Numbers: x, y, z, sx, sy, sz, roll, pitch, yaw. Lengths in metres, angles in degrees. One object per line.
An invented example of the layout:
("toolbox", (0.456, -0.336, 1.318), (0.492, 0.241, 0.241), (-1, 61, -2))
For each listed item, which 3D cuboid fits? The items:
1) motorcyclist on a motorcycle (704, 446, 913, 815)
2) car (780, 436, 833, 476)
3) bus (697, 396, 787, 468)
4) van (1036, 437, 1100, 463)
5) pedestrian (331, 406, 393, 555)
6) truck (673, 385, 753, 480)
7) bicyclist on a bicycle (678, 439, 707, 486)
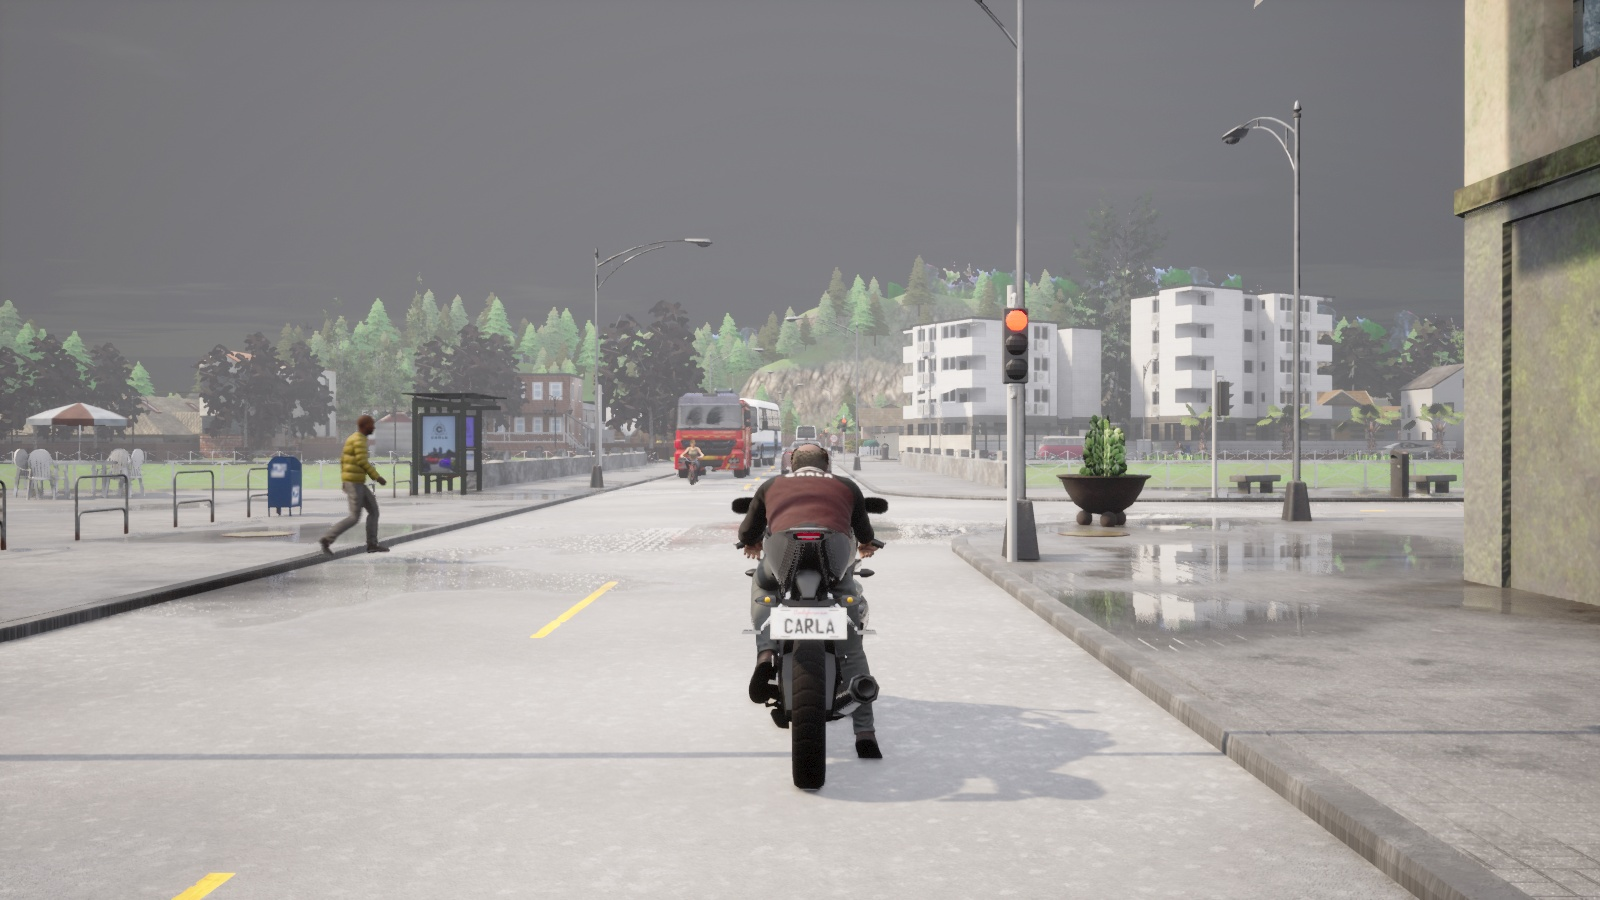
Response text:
("motorcyclist on a motorcycle", (0.047, 0.746, 6.323), (0.866, 1.530, 2.191), (0, 0, 1))
("car", (0.281, 0.218, 54.382), (2.152, 1.651, 5.027), (0, 0, 0))
("bus", (-3.520, -1.084, 79.952), (3.944, 4.253, 10.273), (0, 0, 7))
("van", (20.241, -0.021, 95.067), (4.442, 1.987, 1.775), (0, 0, 0))
("pedestrian", (-5.521, 0.373, 15.824), (0.726, 1.835, 0.370), (0, 0, -21))
("truck", (-3.713, -0.732, 55.258), (2.891, 3.827, 8.468), (0, 0, 0))
("bicyclist on a bicycle", (-3.759, 0.433, 43.852), (0.866, 1.612, 1.509), (0, 1, 1))
